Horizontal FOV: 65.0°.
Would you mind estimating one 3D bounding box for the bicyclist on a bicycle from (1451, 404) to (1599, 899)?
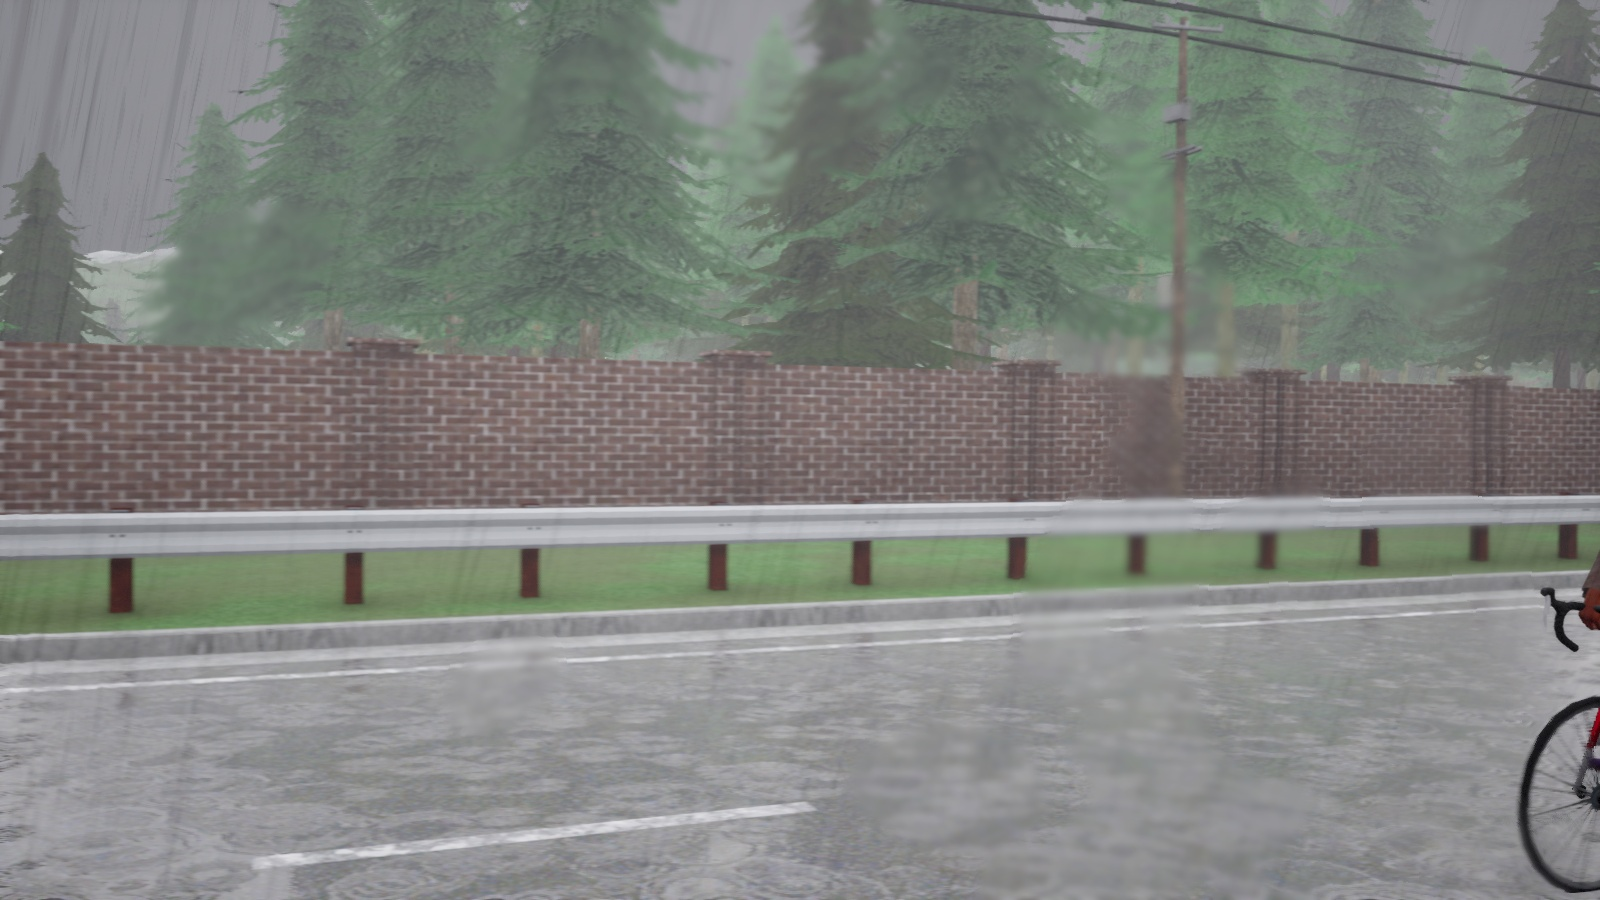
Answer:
[{"bbox_3d":[3.176,0.644,4.444,1.656,1.620,0.582,-1,1,-21],"label":"bicyclist on a bicycle"}]
